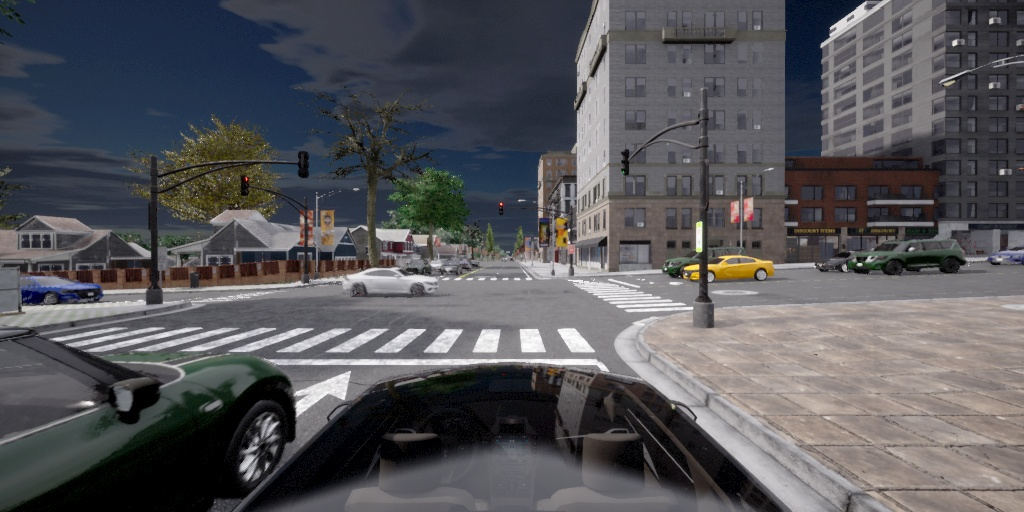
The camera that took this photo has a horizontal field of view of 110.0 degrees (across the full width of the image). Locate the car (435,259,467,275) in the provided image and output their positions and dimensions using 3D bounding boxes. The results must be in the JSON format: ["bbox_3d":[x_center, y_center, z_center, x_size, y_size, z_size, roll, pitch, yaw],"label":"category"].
[{"bbox_3d":[-6.599,1.261,39.578,2.128,1.511,4.902,0,0,0],"label":"car"}]

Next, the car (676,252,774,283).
[{"bbox_3d":[13.032,0.741,21.737,5.008,1.535,1.882,-2,0,-1],"label":"car"}]

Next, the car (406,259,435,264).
[{"bbox_3d":[-9.850,1.119,37.503,2.097,1.767,4.553,0,0,0],"label":"car"}]

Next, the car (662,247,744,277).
[{"bbox_3d":[13.452,0.458,24.985,5.566,2.045,2.150,-2,0,0],"label":"car"}]

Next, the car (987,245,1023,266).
[{"bbox_3d":[36.382,-0.095,25.040,4.674,1.442,1.812,-2,0,0],"label":"car"}]

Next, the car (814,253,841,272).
[{"bbox_3d":[23.926,0.342,25.017,4.892,1.490,1.837,-2,0,0],"label":"car"}]

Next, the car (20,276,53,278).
[{"bbox_3d":[-24.138,1.768,18.430,5.008,1.535,1.882,-2,0,1],"label":"car"}]

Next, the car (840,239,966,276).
[{"bbox_3d":[23.865,0.071,21.767,5.566,2.045,2.150,-2,0,0],"label":"car"}]

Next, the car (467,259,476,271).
[{"bbox_3d":[-6.605,1.334,49.296,2.033,1.411,5.357,0,0,0],"label":"car"}]

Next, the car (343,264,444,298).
[{"bbox_3d":[-6.125,1.296,18.292,4.674,1.442,1.812,0,0,0],"label":"car"}]

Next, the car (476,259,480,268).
[{"bbox_3d":[-6.587,1.327,62.263,1.837,1.490,4.892,0,0,0],"label":"car"}]

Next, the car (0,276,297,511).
[{"bbox_3d":[-3.151,1.103,1.636,2.097,1.767,4.553,0,0,0],"label":"car"}]
